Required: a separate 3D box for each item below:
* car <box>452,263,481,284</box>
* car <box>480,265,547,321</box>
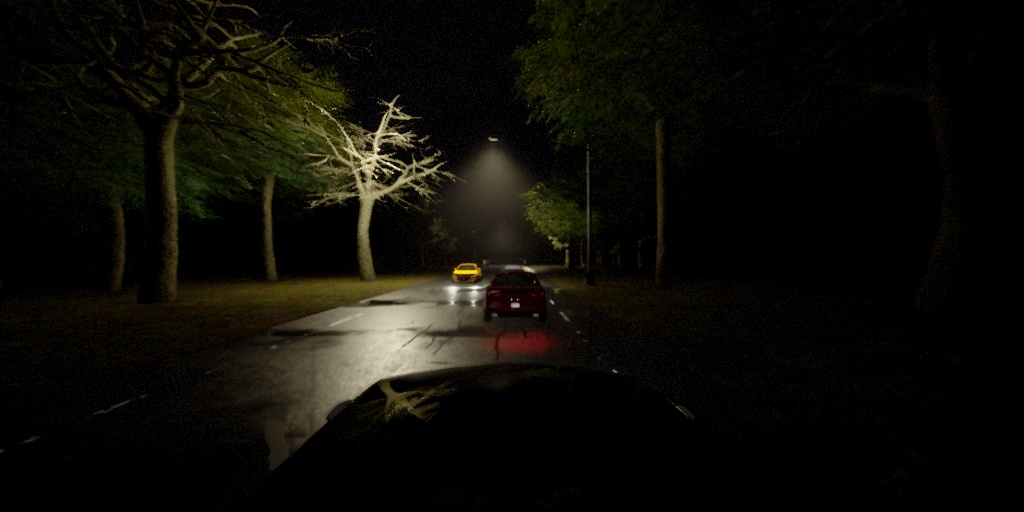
[{"bbox_3d":[-3.498,1.342,28.586,1.882,1.535,5.008,0,0,0],"label":"car"},{"bbox_3d":[0.099,1.249,12.580,1.882,1.535,5.008,0,0,0],"label":"car"}]
